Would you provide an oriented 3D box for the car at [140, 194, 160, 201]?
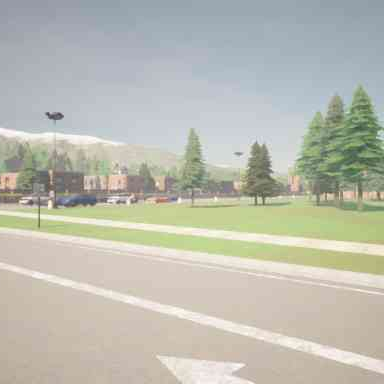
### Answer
[{"bbox_3d":[-9.866,1.355,79.174,1.882,1.535,5.008,0,0,35],"label":"car"}]

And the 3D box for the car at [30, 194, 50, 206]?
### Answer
[{"bbox_3d":[-22.976,1.547,54.458,2.033,1.411,5.357,0,0,35],"label":"car"}]

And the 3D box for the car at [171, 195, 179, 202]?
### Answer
[{"bbox_3d":[-4.623,1.473,74.457,1.812,1.442,4.674,0,0,35],"label":"car"}]

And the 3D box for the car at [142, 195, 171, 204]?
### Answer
[{"bbox_3d":[-6.874,1.351,65.193,2.097,1.767,4.553,0,0,35],"label":"car"}]

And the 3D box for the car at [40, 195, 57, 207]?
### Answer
[{"bbox_3d":[-20.563,1.547,51.808,2.033,1.411,5.357,0,0,35],"label":"car"}]

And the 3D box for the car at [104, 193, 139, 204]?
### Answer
[{"bbox_3d":[-13.171,1.214,62.359,2.150,2.045,5.566,0,1,34],"label":"car"}]

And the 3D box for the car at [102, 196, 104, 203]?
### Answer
[{"bbox_3d":[-18.285,1.517,67.123,2.128,1.511,4.902,0,0,35],"label":"car"}]

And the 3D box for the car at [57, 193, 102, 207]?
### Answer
[{"bbox_3d":[-17.052,1.222,50.721,2.150,2.045,5.566,0,0,35],"label":"car"}]

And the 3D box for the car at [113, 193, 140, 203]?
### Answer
[{"bbox_3d":[-13.304,1.223,68.146,2.150,2.045,5.566,0,0,35],"label":"car"}]

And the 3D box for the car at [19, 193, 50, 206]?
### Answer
[{"bbox_3d":[-26.047,1.222,56.153,2.150,2.045,5.566,0,0,36],"label":"car"}]
